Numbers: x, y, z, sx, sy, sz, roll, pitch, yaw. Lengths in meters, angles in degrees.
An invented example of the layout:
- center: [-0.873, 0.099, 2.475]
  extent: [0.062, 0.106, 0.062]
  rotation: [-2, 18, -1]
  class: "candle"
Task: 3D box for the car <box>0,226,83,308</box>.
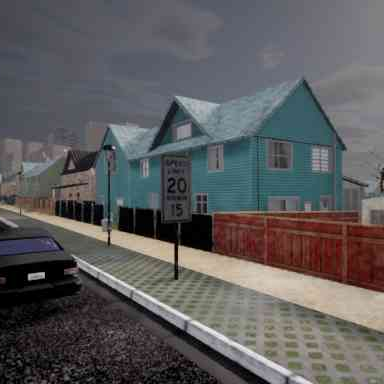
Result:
- center: [-4.239, 1.551, 7.983]
  extent: [2.033, 1.411, 5.357]
  rotation: [0, 0, -36]
  class: "car"
